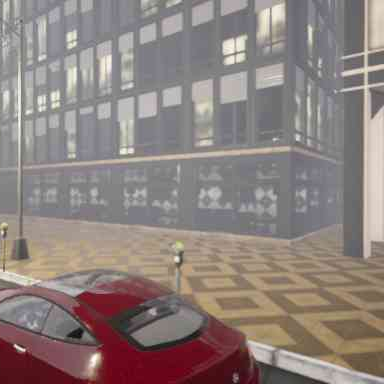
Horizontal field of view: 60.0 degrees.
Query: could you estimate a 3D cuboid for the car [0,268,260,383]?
[{"bbox_3d":[-1.313,1.574,3.810,4.206,1.307,1.802,0,0,36],"label":"car"}]
